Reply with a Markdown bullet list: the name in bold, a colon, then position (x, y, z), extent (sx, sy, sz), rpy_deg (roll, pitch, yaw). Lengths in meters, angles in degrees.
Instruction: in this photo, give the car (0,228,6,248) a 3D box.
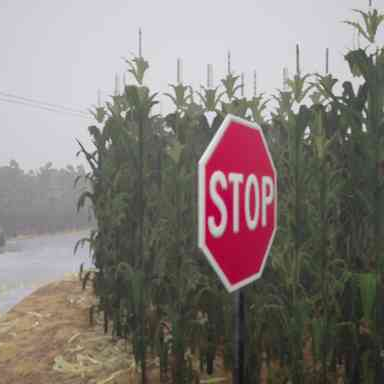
- **car**: position (-8.669, 1.551, 11.181), extent (1.994, 1.385, 4.181), rpy_deg (0, 0, 36)
